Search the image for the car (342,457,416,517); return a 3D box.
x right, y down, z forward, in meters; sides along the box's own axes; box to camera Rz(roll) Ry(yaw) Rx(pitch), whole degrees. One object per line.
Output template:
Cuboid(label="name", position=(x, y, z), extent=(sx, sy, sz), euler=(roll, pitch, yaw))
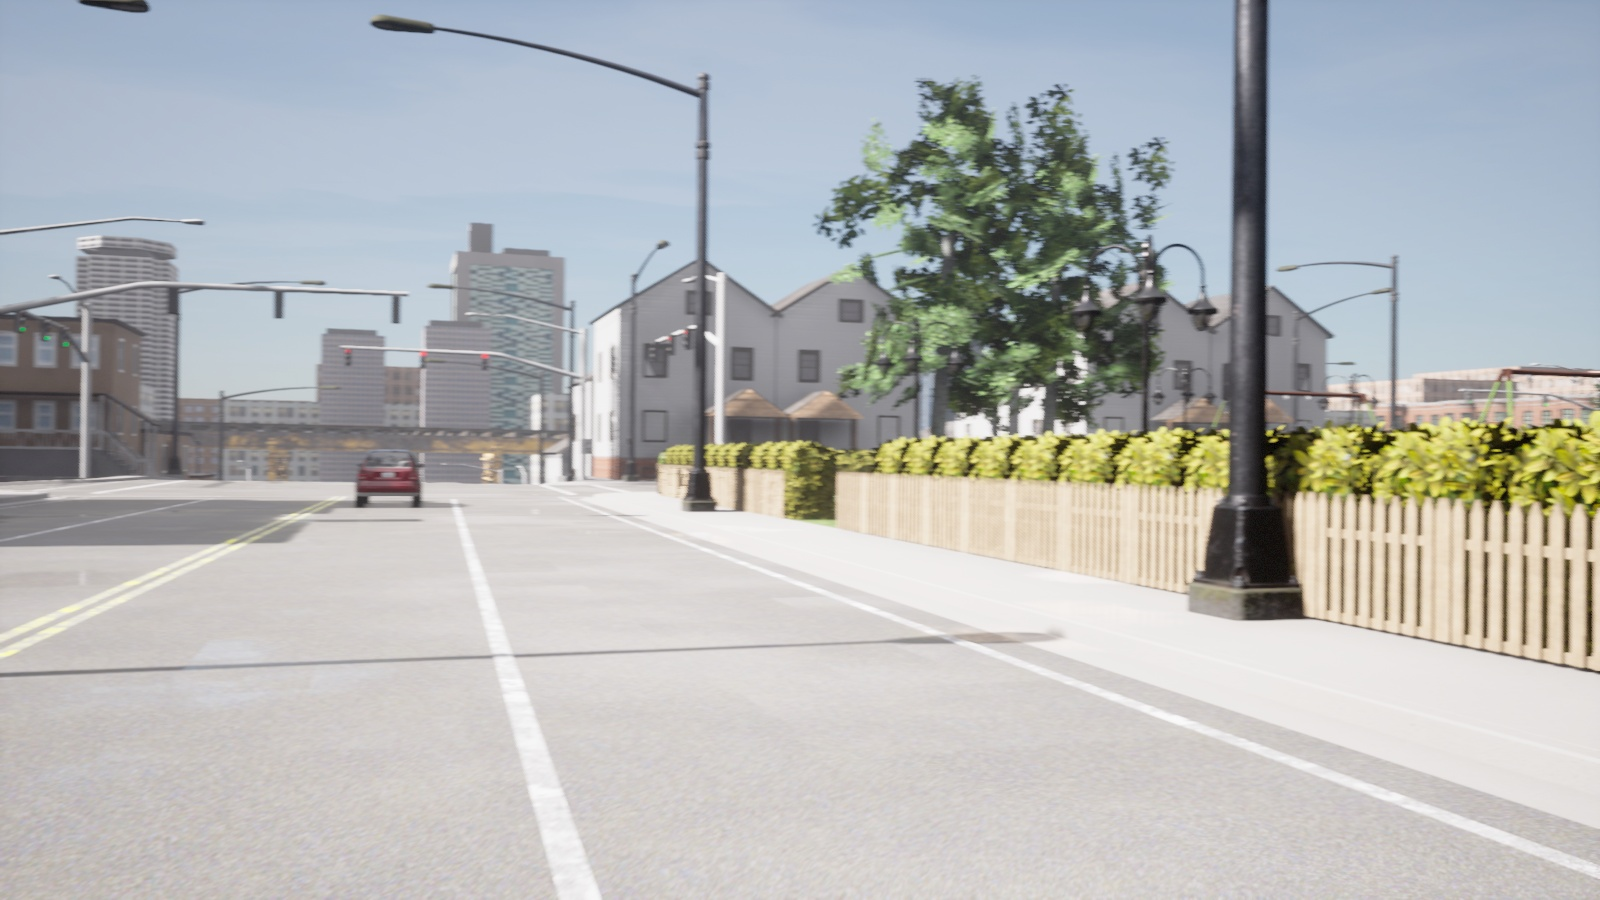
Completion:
Cuboid(label="car", position=(-11.562, 0.968, 34.652), extent=(1.789, 1.549, 3.705), euler=(0, 0, -16))
